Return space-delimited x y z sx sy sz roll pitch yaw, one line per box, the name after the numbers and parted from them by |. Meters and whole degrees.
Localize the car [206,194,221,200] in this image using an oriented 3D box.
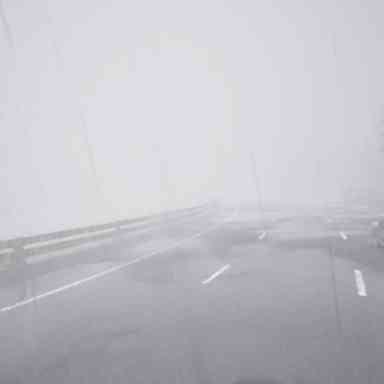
5.947 1.447 94.073 1.882 1.535 5.008 -4 0 -26 | car

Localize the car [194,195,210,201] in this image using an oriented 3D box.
2.739 1.700 92.693 2.128 1.511 4.902 -4 0 -26 | car

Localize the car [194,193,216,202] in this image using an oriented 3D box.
3.098 1.382 81.474 2.150 2.045 5.566 -4 0 -17 | car

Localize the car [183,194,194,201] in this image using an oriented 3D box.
-0.503 1.608 91.342 2.150 2.045 5.566 -4 0 -26 | car

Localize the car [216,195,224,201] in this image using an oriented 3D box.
6.284 1.430 83.037 1.882 1.535 5.008 -4 0 -17 | car

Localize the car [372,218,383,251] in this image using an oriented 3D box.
6.326 1.176 9.288 2.033 1.411 5.357 -4 0 22 | car
